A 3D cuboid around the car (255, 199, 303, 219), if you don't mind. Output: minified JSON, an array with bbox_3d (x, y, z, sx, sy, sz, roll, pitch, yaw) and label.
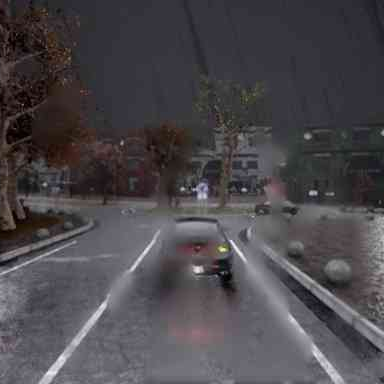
[{"bbox_3d":[7.388,1.372,27.982,5.008,1.535,1.882,0,1,-41],"label":"car"}]

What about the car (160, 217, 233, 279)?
[{"bbox_3d":[0.107,1.512,10.025,1.837,1.490,4.892,0,0,0],"label":"car"}]
